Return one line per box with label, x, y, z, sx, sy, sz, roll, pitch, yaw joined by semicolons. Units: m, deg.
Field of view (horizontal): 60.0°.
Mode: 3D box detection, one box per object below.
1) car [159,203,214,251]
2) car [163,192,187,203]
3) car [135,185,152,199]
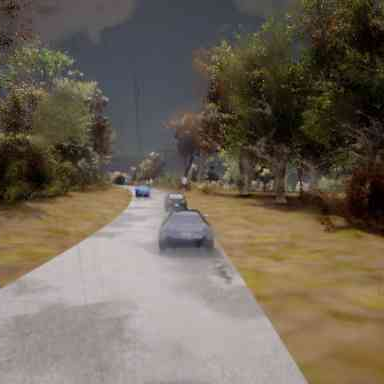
car;-0.271;1.358;13.172;1.994;1.385;4.181;0;1;-3
car;-1.462;0.745;28.667;1.812;1.442;4.674;0;3;-6
car;-6.121;-0.057;41.449;1.882;1.535;5.008;1;3;-9
